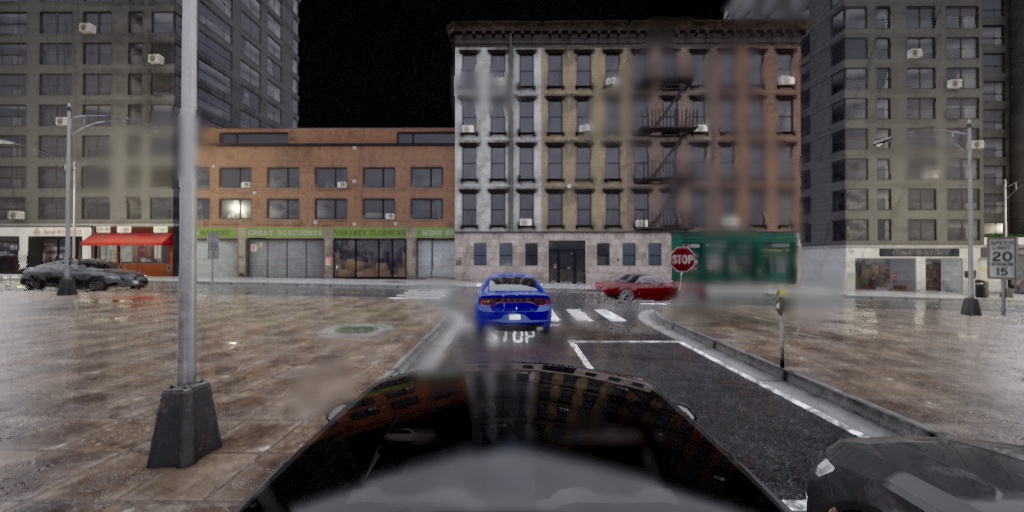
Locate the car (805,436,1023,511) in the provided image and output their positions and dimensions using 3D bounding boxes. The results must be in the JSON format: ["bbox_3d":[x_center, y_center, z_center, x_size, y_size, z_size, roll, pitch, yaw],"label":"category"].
[{"bbox_3d":[2.634,1.300,0.406,2.007,1.370,4.403,0,0,0],"label":"car"}]

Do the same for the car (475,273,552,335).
[{"bbox_3d":[-0.049,1.230,10.557,1.882,1.535,5.008,0,0,-3],"label":"car"}]

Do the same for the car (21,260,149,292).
[{"bbox_3d":[-19.865,0.918,16.740,4.674,1.442,1.812,1,0,0],"label":"car"}]

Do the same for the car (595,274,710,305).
[{"bbox_3d":[6.382,1.498,16.547,4.718,1.301,1.895,1,-1,0],"label":"car"}]
